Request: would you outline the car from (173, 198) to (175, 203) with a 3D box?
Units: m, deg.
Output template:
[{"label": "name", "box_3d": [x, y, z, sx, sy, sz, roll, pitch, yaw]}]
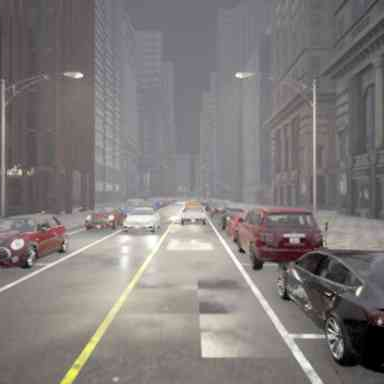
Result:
[{"label": "car", "box_3d": [-5.816, 2.229, 78.949, 2.008, 1.369, 4.403, 0, -1, 0]}]

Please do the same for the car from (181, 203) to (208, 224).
[{"label": "car", "box_3d": [0.083, 1.827, 26.962, 1.895, 1.301, 4.718, 0, 0, 0]}]

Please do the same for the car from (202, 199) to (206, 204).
[{"label": "car", "box_3d": [2.731, 1.946, 45.143, 1.947, 1.339, 4.313, 0, -1, 0]}]

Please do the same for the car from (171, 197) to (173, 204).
[{"label": "car", "box_3d": [-5.813, 2.194, 73.313, 1.947, 1.339, 4.313, 0, -1, 0]}]

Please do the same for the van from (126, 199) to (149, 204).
[{"label": "van", "box_3d": [-5.788, 1.625, 33.860, 1.690, 1.788, 3.998, 0, 0, 0]}]

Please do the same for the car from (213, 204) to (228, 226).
[{"label": "car", "box_3d": [2.745, 1.756, 22.599, 1.947, 1.339, 4.313, 0, 0, 0]}]

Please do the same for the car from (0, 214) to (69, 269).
[{"label": "car", "box_3d": [-5.773, 1.535, 11.313, 1.967, 1.590, 4.097, 0, 0, 0]}]

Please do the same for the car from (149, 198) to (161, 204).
[{"label": "car", "box_3d": [-5.794, 1.931, 45.130, 2.008, 1.369, 4.403, 0, 0, 0]}]

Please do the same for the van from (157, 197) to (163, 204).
[{"label": "van", "box_3d": [-5.799, 1.770, 50.769, 1.690, 1.788, 3.998, 0, -1, 0]}]

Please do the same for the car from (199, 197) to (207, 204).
[{"label": "car", "box_3d": [2.704, 2.170, 84.597, 1.967, 1.590, 4.097, 0, -1, 0]}]

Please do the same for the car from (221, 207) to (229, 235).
[{"label": "car", "box_3d": [2.749, 1.687, 16.963, 1.887, 1.381, 4.507, 0, 0, 0]}]

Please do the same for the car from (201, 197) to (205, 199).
[{"label": "car", "box_3d": [2.720, 2.111, 62.051, 1.802, 1.307, 4.206, 0, -1, 0]}]

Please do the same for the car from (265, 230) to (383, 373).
[{"label": "car", "box_3d": [2.756, 1.615, 5.691, 1.947, 1.339, 4.313, 0, 0, 0]}]

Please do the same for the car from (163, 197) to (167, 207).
[{"label": "car", "box_3d": [-5.802, 1.919, 56.404, 1.967, 1.590, 4.097, 0, -1, 0]}]

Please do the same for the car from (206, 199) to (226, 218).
[{"label": "car", "box_3d": [2.738, 1.724, 33.872, 1.967, 1.590, 4.097, 0, 0, 0]}]

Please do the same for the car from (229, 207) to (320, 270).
[{"label": "car", "box_3d": [2.752, 1.411, 11.329, 2.192, 1.841, 5.009, 0, 0, 0]}]

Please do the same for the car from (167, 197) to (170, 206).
[{"label": "car", "box_3d": [-5.806, 1.843, 62.042, 2.192, 1.841, 5.009, 0, -1, 0]}]

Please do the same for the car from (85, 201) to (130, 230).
[{"label": "car", "box_3d": [-5.780, 1.629, 22.586, 1.967, 1.590, 4.097, 0, 0, 0]}]

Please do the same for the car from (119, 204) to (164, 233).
[{"label": "car", "box_3d": [-3.038, 1.701, 20.940, 1.812, 1.442, 4.674, 0, -1, 0]}]

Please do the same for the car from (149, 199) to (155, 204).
[{"label": "car", "box_3d": [-5.791, 1.855, 39.325, 1.752, 1.417, 4.829, 0, 0, 0]}]

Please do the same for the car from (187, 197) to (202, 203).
[{"label": "car", "box_3d": [0.070, 1.858, 45.103, 1.882, 1.535, 5.008, 0, -1, 0]}]
